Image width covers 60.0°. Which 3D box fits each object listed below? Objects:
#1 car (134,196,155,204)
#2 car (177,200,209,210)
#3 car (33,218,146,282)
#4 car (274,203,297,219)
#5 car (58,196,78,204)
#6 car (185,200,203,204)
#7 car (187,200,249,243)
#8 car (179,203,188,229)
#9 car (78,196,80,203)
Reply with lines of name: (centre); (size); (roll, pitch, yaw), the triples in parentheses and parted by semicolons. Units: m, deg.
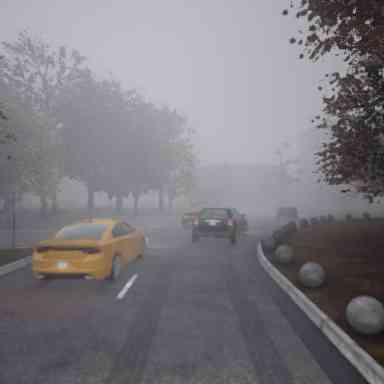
car: (-12.183, 2.568, 87.827); (4.792, 1.488, 2.163); (0, -1, -15)
car: (0.143, 2.204, 55.271); (5.008, 1.535, 1.882); (0, -1, 35)
car: (-2.730, 1.523, 9.985); (1.882, 1.535, 5.008); (0, 0, 5)
car: (9.580, 1.895, 34.233); (1.882, 1.535, 5.008); (1, -1, 10)
car: (-32.086, 2.305, 84.527); (4.553, 1.767, 2.185); (0, 0, -15)
car: (1.487, 1.999, 50.017); (2.097, 1.767, 4.553); (1, -1, -40)
car: (1.582, 1.488, 17.089); (2.097, 1.767, 4.553); (0, -1, 17)
car: (1.093, 1.730, 22.824); (1.837, 1.490, 4.892); (0, -1, 31)
car: (-32.821, 2.446, 87.189); (5.008, 1.535, 2.097); (0, 0, -15)
